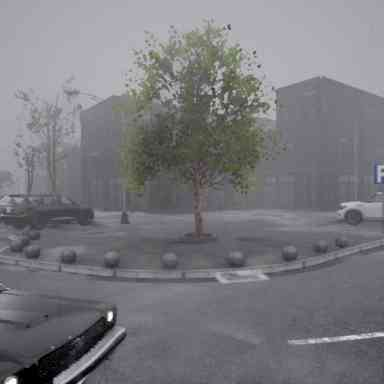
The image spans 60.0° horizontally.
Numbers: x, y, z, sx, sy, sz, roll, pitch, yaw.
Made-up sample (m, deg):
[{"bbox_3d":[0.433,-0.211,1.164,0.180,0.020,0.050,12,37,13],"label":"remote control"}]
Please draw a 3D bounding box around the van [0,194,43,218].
[{"bbox_3d":[-16.102,1.185,30.103,1.878,1.987,4.442,0,0,31],"label":"van"}]

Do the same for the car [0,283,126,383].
[{"bbox_3d":[-3.228,1.579,3.877,4.718,1.301,1.895,0,0,17],"label":"car"}]

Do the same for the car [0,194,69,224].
[{"bbox_3d":[-12.476,1.155,25.349,2.435,2.045,5.566,0,0,31],"label":"car"}]

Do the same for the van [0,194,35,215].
[{"bbox_3d":[-17.947,1.187,32.416,1.878,1.987,4.442,0,0,31],"label":"van"}]

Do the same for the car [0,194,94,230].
[{"bbox_3d":[-8.769,1.151,20.780,2.435,2.045,5.566,0,0,32],"label":"car"}]

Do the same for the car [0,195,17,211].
[{"bbox_3d":[-23.528,1.293,39.275,2.185,1.767,4.553,0,0,31],"label":"car"}]

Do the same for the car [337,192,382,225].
[{"bbox_3d":[11.807,0.958,20.103,5.566,2.045,2.435,-1,0,33],"label":"car"}]

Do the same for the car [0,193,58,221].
[{"bbox_3d":[-14.321,1.157,27.663,2.435,2.045,5.566,0,0,31],"label":"car"}]

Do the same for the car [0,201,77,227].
[{"bbox_3d":[-10.619,1.433,23.036,2.163,1.488,4.792,0,0,31],"label":"car"}]
